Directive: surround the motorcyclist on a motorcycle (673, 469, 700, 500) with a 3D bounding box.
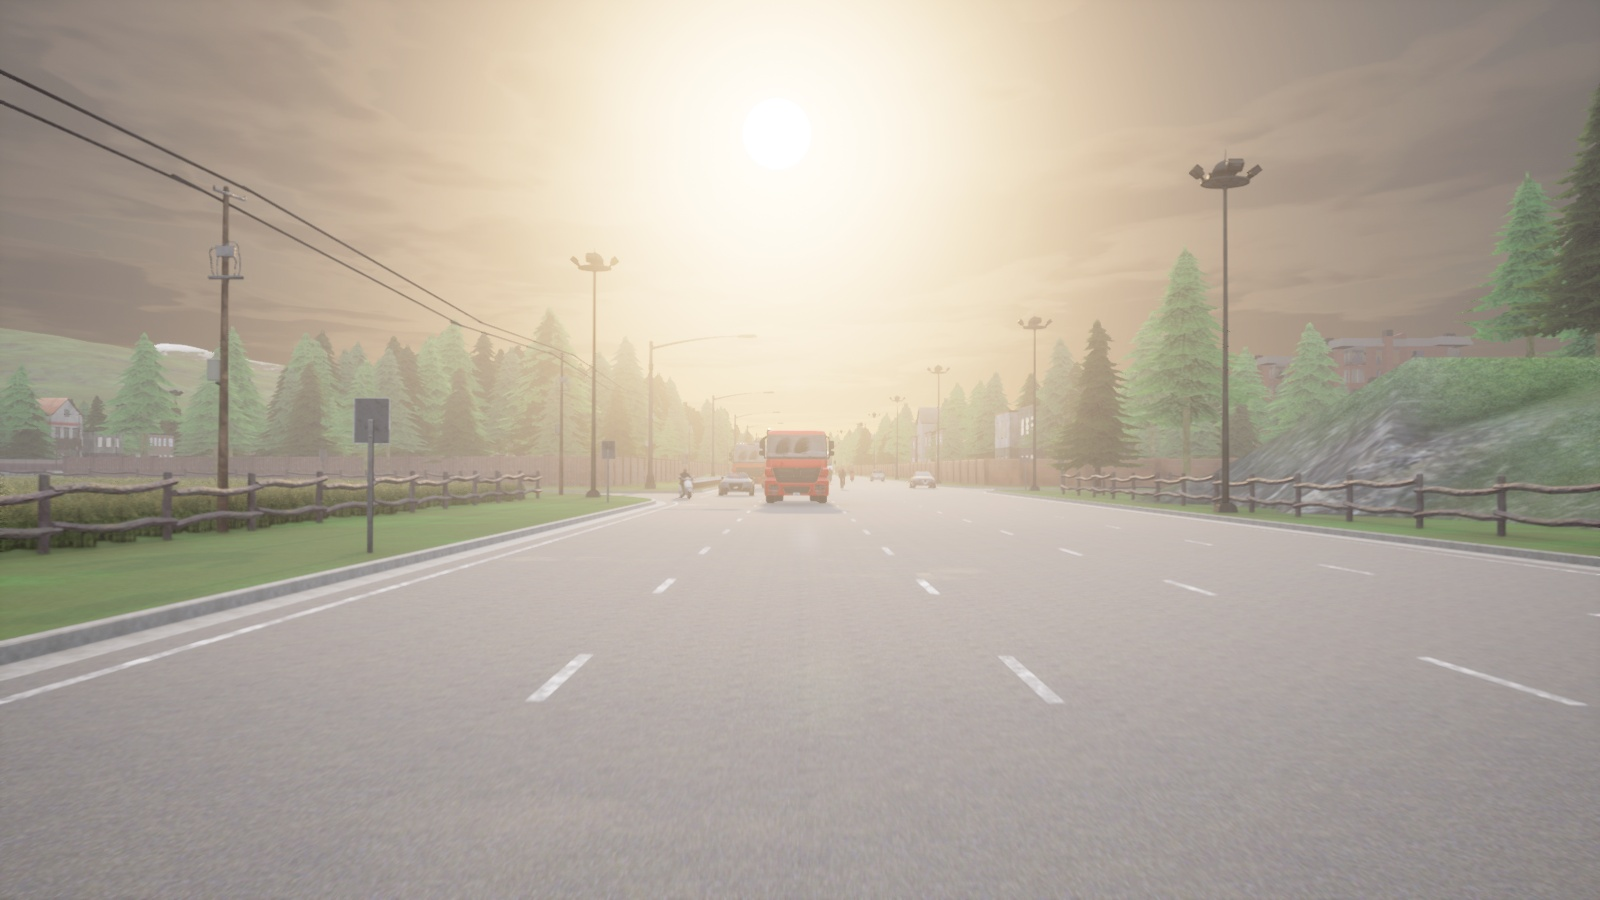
[{"bbox_3d":[-5.883,1.776,65.025,0.866,1.590,1.817,-1,-1,-23],"label":"motorcyclist on a motorcycle"}]

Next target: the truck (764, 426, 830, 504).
[{"bbox_3d":[-0.148,0.738,59.762,2.891,3.462,7.936,0,-1,0],"label":"truck"}]

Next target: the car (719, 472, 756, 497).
[{"bbox_3d":[-3.679,2.019,74.298,1.994,1.385,4.181,0,-1,0],"label":"car"}]
